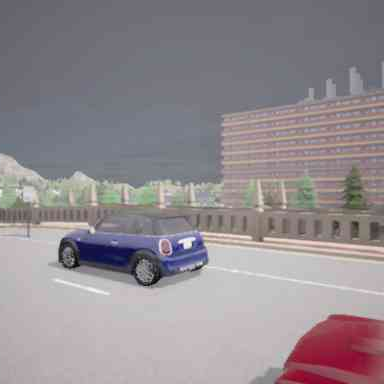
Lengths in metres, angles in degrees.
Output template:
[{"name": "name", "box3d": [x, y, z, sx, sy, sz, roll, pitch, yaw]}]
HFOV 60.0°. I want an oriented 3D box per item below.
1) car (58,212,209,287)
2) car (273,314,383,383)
[{"name": "car", "box3d": [-1.840, 1.355, 9.605, 4.553, 1.767, 2.097, 0, 0, 36]}, {"name": "car", "box3d": [2.868, 1.600, 1.945, 4.718, 1.301, 1.895, 0, 0, 36]}]
